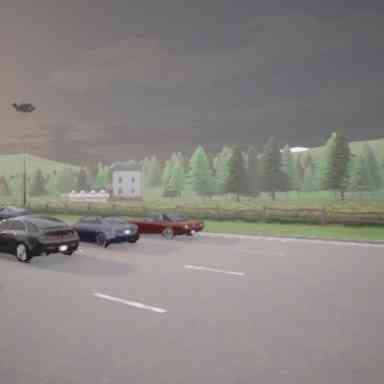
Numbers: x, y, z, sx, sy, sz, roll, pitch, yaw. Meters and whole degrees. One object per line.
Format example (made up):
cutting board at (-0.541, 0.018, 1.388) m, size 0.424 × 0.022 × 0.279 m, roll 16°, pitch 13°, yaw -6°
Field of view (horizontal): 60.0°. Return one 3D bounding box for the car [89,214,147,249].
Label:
car at (-4.443, 1.739, 15.698) m, size 4.181 × 1.385 × 1.994 m, roll -1°, pitch 0°, yaw 36°

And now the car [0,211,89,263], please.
car at (-6.329, 1.678, 12.742) m, size 4.892 × 1.490 × 1.837 m, roll -1°, pitch 0°, yaw 36°

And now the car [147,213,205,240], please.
car at (-1.750, 1.764, 18.067) m, size 4.718 × 1.301 × 1.895 m, roll -1°, pitch -1°, yaw 36°

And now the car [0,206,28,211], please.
car at (-15.002, 1.914, 27.539) m, size 4.674 × 1.442 × 1.812 m, roll -1°, pitch 0°, yaw 36°
